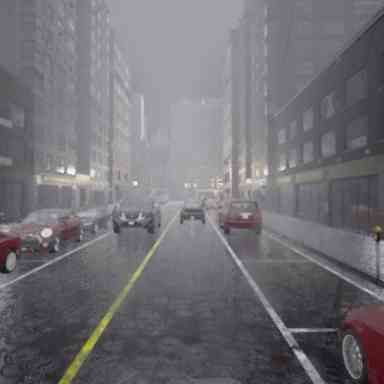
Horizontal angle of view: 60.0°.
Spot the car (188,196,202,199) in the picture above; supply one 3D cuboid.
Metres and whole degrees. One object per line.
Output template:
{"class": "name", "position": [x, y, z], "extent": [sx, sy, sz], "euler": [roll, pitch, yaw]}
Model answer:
{"class": "car", "position": [0.031, 1.555, 42.752], "extent": [1.837, 1.490, 4.892], "euler": [0, 0, 0]}

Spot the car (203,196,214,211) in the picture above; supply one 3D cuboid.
{"class": "car", "position": [2.631, 1.568, 41.037], "extent": [1.752, 1.417, 4.829], "euler": [1, 0, 0]}

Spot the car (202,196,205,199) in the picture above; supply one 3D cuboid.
{"class": "car", "position": [2.624, 1.608, 46.351], "extent": [2.008, 1.369, 4.403], "euler": [1, 0, 0]}

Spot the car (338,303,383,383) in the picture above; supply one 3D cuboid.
{"class": "car", "position": [2.676, 1.581, 2.491], "extent": [1.802, 1.307, 4.206], "euler": [1, 0, 0]}

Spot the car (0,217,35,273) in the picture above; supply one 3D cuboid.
{"class": "car", "position": [-5.855, 1.546, 7.970], "extent": [1.887, 1.381, 4.507], "euler": [1, 0, 0]}

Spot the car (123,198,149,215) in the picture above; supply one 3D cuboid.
{"class": "car", "position": [-5.886, 1.473, 35.381], "extent": [1.967, 1.590, 4.097], "euler": [1, 0, 0]}

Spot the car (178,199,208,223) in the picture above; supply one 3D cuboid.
{"class": "car", "position": [0.044, 1.521, 25.330], "extent": [1.837, 1.490, 4.892], "euler": [0, 0, 0]}

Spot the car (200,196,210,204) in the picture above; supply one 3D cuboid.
{"class": "car", "position": [2.600, 1.578, 68.282], "extent": [1.967, 1.590, 4.097], "euler": [1, 0, 0]}

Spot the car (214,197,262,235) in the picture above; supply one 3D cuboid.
{"class": "car", "position": [2.660, 1.321, 18.939], "extent": [2.192, 1.841, 5.009], "euler": [1, 0, 0]}

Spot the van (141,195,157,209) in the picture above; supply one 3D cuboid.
{"class": "van", "position": [-5.898, 1.401, 46.345], "extent": [1.690, 1.788, 3.998], "euler": [1, 0, 0]}

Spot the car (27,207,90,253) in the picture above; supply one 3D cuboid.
{"class": "car", "position": [-5.860, 1.445, 13.453], "extent": [1.967, 1.590, 4.097], "euler": [1, 0, 0]}

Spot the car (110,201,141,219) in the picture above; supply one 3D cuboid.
{"class": "car", "position": [-5.881, 1.566, 29.898], "extent": [1.887, 1.381, 4.507], "euler": [1, 0, 0]}

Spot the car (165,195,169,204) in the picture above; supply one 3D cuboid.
{"class": "car", "position": [-5.920, 1.685, 62.790], "extent": [1.947, 1.339, 4.313], "euler": [1, 0, 0]}

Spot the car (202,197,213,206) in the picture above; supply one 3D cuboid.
{"class": "car", "position": [2.611, 1.621, 57.486], "extent": [1.752, 1.417, 4.829], "euler": [1, 0, 0]}

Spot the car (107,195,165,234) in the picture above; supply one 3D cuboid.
{"class": "car", "position": [-3.033, 1.235, 19.483], "extent": [2.150, 2.045, 5.566], "euler": [0, 0, 0]}

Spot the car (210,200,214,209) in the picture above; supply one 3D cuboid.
{"class": "car", "position": [2.650, 1.563, 24.421], "extent": [2.008, 1.369, 4.403], "euler": [1, 0, 0]}

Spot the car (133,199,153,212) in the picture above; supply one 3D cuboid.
{"class": "car", "position": [-5.893, 1.570, 40.692], "extent": [1.752, 1.417, 4.829], "euler": [1, 0, 0]}

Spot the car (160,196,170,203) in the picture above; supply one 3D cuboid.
{"class": "car", "position": [-5.932, 1.707, 73.755], "extent": [1.887, 1.381, 4.507], "euler": [1, 0, 0]}

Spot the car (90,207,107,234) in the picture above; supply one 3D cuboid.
{"class": "car", "position": [-5.868, 1.560, 18.935], "extent": [2.008, 1.369, 4.403], "euler": [1, 0, 0]}

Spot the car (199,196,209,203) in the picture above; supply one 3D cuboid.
{"class": "car", "position": [2.594, 1.600, 73.765], "extent": [1.967, 1.590, 4.097], "euler": [1, 0, 0]}
